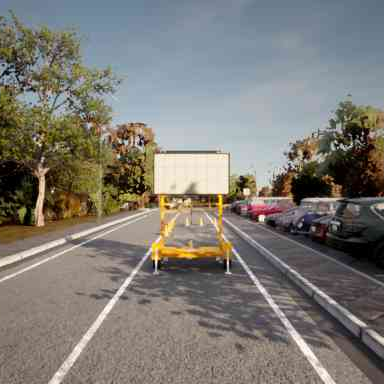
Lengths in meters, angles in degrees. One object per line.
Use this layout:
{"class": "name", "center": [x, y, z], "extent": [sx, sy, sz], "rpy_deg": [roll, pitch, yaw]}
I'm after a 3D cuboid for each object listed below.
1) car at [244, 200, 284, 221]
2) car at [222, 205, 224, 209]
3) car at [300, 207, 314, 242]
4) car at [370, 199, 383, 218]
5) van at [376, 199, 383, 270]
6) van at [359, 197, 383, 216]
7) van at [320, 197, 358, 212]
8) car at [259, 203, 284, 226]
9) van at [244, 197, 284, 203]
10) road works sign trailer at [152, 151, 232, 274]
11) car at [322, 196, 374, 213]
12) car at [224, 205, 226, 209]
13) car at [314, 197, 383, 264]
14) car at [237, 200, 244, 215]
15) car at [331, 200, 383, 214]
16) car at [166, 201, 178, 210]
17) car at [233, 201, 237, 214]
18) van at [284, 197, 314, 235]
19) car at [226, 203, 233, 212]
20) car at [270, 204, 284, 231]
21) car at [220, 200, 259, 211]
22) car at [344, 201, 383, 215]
{"class": "car", "center": [7.098, 1.649, 26.900], "extent": [5.008, 1.535, 2.097], "rpy_deg": [0, -1, 0]}
{"class": "car", "center": [7.132, 1.926, 46.323], "extent": [4.892, 1.521, 2.231], "rpy_deg": [0, -1, 0]}
{"class": "car", "center": [7.097, 1.501, 13.014], "extent": [4.792, 1.488, 2.163], "rpy_deg": [0, 0, 0]}
{"class": "car", "center": [20.150, 1.591, 32.232], "extent": [4.553, 1.767, 2.185], "rpy_deg": [0, -1, 0]}
{"class": "van", "center": [6.941, 1.234, 7.487], "extent": [4.442, 1.987, 1.878], "rpy_deg": [0, 0, 0]}
{"class": "van", "center": [20.303, 1.527, 35.003], "extent": [4.442, 1.987, 1.878], "rpy_deg": [0, -1, 0]}
{"class": "van", "center": [20.324, 1.695, 46.201], "extent": [4.442, 1.987, 1.878], "rpy_deg": [0, -1, 0]}
{"class": "car", "center": [7.053, 1.608, 21.349], "extent": [4.792, 1.488, 2.163], "rpy_deg": [0, -1, 0]}
{"class": "van", "center": [7.214, 1.459, 29.679], "extent": [4.442, 1.987, 1.878], "rpy_deg": [0, -1, 0]}
{"class": "road works sign trailer", "center": [-0.018, 0.492, 10.607], "extent": [2.380, 3.560, 2.880], "rpy_deg": [0, 0, -1]}
{"class": "car", "center": [20.229, 1.616, 43.310], "extent": [5.566, 2.045, 2.435], "rpy_deg": [0, -1, 0]}
{"class": "car", "center": [7.128, 1.874, 43.551], "extent": [5.008, 1.535, 2.097], "rpy_deg": [0, -1, 0]}
{"class": "car", "center": [7.091, 1.199, 10.263], "extent": [5.566, 2.045, 2.435], "rpy_deg": [0, 0, 0]}
{"class": "car", "center": [7.105, 1.761, 32.451], "extent": [4.674, 1.452, 2.002], "rpy_deg": [0, -1, 0]}
{"class": "car", "center": [20.011, 1.823, 40.538], "extent": [5.366, 1.575, 1.946], "rpy_deg": [0, -1, 0]}
{"class": "car", "center": [-3.197, 2.139, 53.765], "extent": [2.128, 1.511, 4.902], "rpy_deg": [0, -2, 0]}
{"class": "car", "center": [7.137, 1.786, 35.227], "extent": [4.792, 1.488, 2.163], "rpy_deg": [0, -1, 0]}
{"class": "van", "center": [6.956, 1.281, 15.799], "extent": [4.442, 1.987, 1.878], "rpy_deg": [0, -1, 0]}
{"class": "car", "center": [7.084, 1.541, 38.007], "extent": [5.566, 2.045, 2.435], "rpy_deg": [0, -1, 0]}
{"class": "car", "center": [7.080, 1.583, 18.571], "extent": [4.674, 1.452, 2.002], "rpy_deg": [0, -1, 0]}
{"class": "car", "center": [6.946, 1.981, 49.092], "extent": [5.366, 1.575, 1.946], "rpy_deg": [0, -1, 0]}
{"class": "car", "center": [20.185, 1.789, 37.771], "extent": [4.892, 1.521, 2.231], "rpy_deg": [0, -1, 0]}
